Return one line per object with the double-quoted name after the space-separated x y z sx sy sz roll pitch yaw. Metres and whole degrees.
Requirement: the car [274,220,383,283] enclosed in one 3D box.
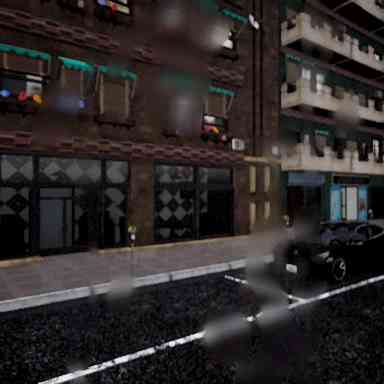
4.269 1.533 9.621 4.313 1.339 1.947 0 0 -36 "car"
